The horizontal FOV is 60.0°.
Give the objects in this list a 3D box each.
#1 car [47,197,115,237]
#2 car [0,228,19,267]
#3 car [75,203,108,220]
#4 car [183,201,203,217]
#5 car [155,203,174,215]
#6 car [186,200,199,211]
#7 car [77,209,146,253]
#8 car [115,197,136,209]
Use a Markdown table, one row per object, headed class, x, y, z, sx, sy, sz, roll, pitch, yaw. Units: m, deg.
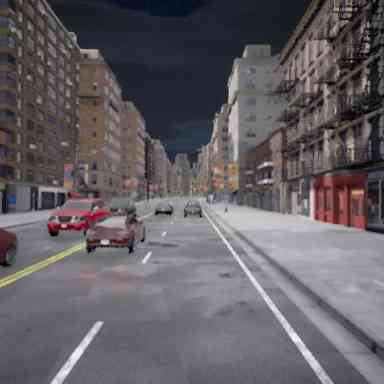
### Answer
| class | x | y | z | sx | sy | sz | roll | pitch | yaw |
| --- | --- | --- | --- | --- | --- | --- | --- | --- | --- |
| car | -6.541 | 1.410 | 19.850 | 2.150 | 2.045 | 5.566 | 0 | -1 | 1 |
| car | -6.586 | 1.615 | 9.185 | 1.812 | 1.442 | 4.674 | 0 | -1 | 0 |
| car | -9.749 | 1.848 | 32.723 | 1.812 | 1.442 | 4.674 | 0 | -1 | 0 |
| car | 0.101 | 1.816 | 35.082 | 2.128 | 1.511 | 4.902 | 0 | -1 | 0 |
| car | -3.179 | 1.927 | 38.894 | 1.994 | 1.385 | 4.181 | 0 | 0 | 0 |
| car | 0.098 | 1.984 | 49.199 | 1.812 | 1.442 | 4.674 | 0 | 0 | 0 |
| car | -3.150 | 1.663 | 14.340 | 1.812 | 1.442 | 4.674 | 0 | -1 | 0 |
| car | -6.499 | 1.509 | 30.542 | 2.150 | 2.045 | 5.566 | 0 | -1 | 0 |
